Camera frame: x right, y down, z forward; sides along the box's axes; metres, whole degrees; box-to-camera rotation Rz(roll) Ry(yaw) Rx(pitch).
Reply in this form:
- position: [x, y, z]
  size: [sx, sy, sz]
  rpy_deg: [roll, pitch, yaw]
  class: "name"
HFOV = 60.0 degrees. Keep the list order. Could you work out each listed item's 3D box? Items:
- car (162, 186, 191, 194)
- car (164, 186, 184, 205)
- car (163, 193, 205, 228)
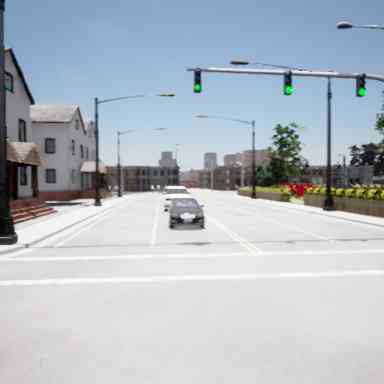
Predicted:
- position: [-1.338, 0.544, 28.626]
  size: [2.150, 2.045, 5.566]
  rpy_deg: [0, 1, -5]
  class: "car"
- position: [-2.216, 0.289, 38.785]
  size: [2.150, 2.045, 5.566]
  rpy_deg: [0, 1, -5]
  class: "car"
- position: [-0.421, 1.063, 18.656]
  size: [2.128, 1.511, 4.902]
  rpy_deg: [0, 1, -5]
  class: "car"
